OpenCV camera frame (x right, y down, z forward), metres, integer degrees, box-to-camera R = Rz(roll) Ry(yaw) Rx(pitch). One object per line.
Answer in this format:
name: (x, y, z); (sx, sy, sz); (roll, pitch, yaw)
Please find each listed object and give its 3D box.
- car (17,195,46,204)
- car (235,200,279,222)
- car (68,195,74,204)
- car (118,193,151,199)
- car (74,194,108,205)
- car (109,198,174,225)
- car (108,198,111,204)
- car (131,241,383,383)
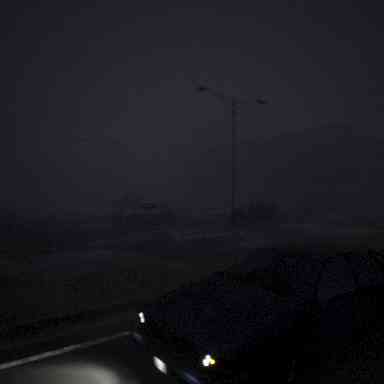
car: (-27.123, 1.296, 56.252); (4.514, 1.523, 2.007); (0, 0, -35)
car: (4.559, 1.369, 24.269); (3.633, 1.501, 1.845); (0, 0, -35)
car: (-19.247, 1.228, 57.287); (3.806, 1.475, 1.970); (0, 0, -35)
car: (-5.974, 1.092, 39.580); (4.605, 1.855, 1.932); (0, 0, -35)
car: (-15.305, 1.149, 52.213); (5.027, 1.636, 2.152); (0, 0, -35)
car: (-3.231, 1.382, 22.461); (3.806, 1.475, 1.970); (0, 0, -35)
car: (-7.976, 1.072, 41.725); (3.866, 1.878, 1.905); (0, 0, -35)
car: (1.807, 1.546, 5.278); (5.357, 1.411, 2.033); (0, 0, -36)
